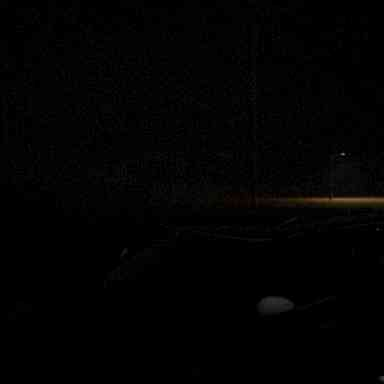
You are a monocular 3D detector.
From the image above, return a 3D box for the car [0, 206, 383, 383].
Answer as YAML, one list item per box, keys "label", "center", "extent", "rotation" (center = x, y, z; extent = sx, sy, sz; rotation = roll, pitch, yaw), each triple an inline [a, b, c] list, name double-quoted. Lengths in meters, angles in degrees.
- label: "car"
  center: [0.544, 1.220, 3.462]
  extent: [5.566, 2.045, 2.150]
  rotation: [0, 0, -36]
